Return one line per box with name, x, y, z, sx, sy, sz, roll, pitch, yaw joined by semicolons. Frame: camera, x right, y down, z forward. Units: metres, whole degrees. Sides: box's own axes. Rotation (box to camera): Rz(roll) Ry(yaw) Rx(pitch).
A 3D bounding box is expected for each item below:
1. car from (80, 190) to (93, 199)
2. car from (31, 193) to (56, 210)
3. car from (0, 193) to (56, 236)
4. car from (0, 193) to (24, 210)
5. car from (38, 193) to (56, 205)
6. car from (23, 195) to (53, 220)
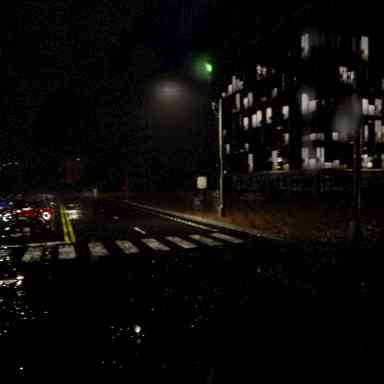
car;-18.462;0.423;58.217;1.812;1.442;4.674;-2;2;-26
car;-15.108;0.923;34.003;2.128;1.511;4.902;-1;1;-22
car;-8.172;1.078;16.840;2.097;1.767;4.553;-1;1;-22
car;-19.396;0.960;35.936;1.837;1.490;4.892;-1;1;-22
car;-18.873;0.835;43.304;1.994;1.385;4.181;-2;1;-23
car;-11.506;1.091;25.085;1.837;1.490;4.892;-1;1;-22
